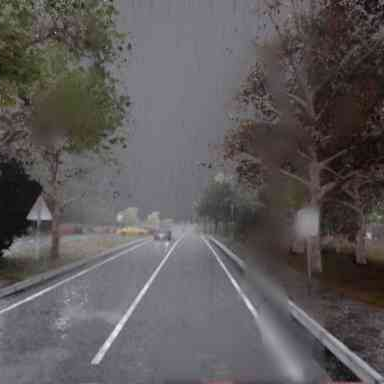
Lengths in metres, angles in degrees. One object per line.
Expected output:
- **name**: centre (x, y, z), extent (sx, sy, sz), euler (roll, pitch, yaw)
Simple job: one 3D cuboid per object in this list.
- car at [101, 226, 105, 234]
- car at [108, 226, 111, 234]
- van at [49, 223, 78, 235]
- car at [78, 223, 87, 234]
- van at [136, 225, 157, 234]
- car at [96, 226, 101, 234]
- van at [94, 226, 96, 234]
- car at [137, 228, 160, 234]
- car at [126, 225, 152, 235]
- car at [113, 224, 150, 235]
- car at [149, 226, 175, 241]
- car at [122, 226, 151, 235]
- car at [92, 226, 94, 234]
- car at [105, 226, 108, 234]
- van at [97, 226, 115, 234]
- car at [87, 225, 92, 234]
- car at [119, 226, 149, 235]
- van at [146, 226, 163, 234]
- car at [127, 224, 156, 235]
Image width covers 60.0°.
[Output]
- **car**: centre (-23.395, 8.804, 76.266), extent (5.008, 1.535, 2.097), euler (1, -7, 0)
- **car**: centre (-23.392, 9.482, 81.891), extent (4.892, 1.521, 2.231), euler (1, -7, 0)
- **van**: centre (-23.519, 6.621, 59.794), extent (4.442, 1.987, 1.878), euler (1, -6, 0)
- **car**: centre (-23.429, 6.925, 62.670), extent (5.566, 2.045, 2.435), euler (1, -6, 0)
- **van**: centre (-10.435, 8.695, 76.208), extent (4.442, 1.987, 1.878), euler (1, -7, 0)
- **car**: centre (-23.368, 8.364, 73.654), extent (4.553, 1.767, 2.185), euler (1, -7, 0)
- **van**: centre (-23.516, 7.933, 70.916), extent (4.442, 1.987, 1.878), euler (1, -7, 0)
- **car**: centre (-10.325, 9.251, 78.937), extent (5.008, 1.535, 2.097), euler (1, -7, 0)
- **car**: centre (-10.353, 7.473, 65.175), extent (4.553, 1.767, 2.185), euler (1, -7, 0)
- **car**: centre (-10.140, 6.650, 56.896), extent (5.366, 1.575, 1.946), euler (1, -6, 0)
- **car**: centre (-3.325, 4.911, 38.819), extent (2.128, 1.511, 4.902), euler (1, -5, 0)
- **car**: centre (-10.330, 7.274, 62.402), extent (5.008, 1.535, 2.097), euler (1, -7, 0)
- **car**: centre (-23.395, 7.829, 68.138), extent (4.892, 1.521, 2.231), euler (1, -7, 0)
- **car**: centre (-23.394, 9.150, 79.141), extent (5.008, 1.535, 2.097), euler (1, -7, 0)
- **van**: centre (-23.277, 10.249, 90.168), extent (4.442, 1.987, 1.878), euler (1, -7, 0)
- **car**: centre (-23.217, 7.498, 65.391), extent (5.366, 1.575, 1.946), euler (1, -7, 0)
- **car**: centre (-10.330, 6.959, 59.648), extent (4.892, 1.521, 2.231), euler (1, -6, 0)
- **van**: centre (-10.198, 10.353, 89.989), extent (4.442, 1.987, 1.878), euler (1, -7, 0)
- **car**: centre (-10.292, 7.677, 67.942), extent (5.566, 2.045, 2.435), euler (1, -7, 0)
